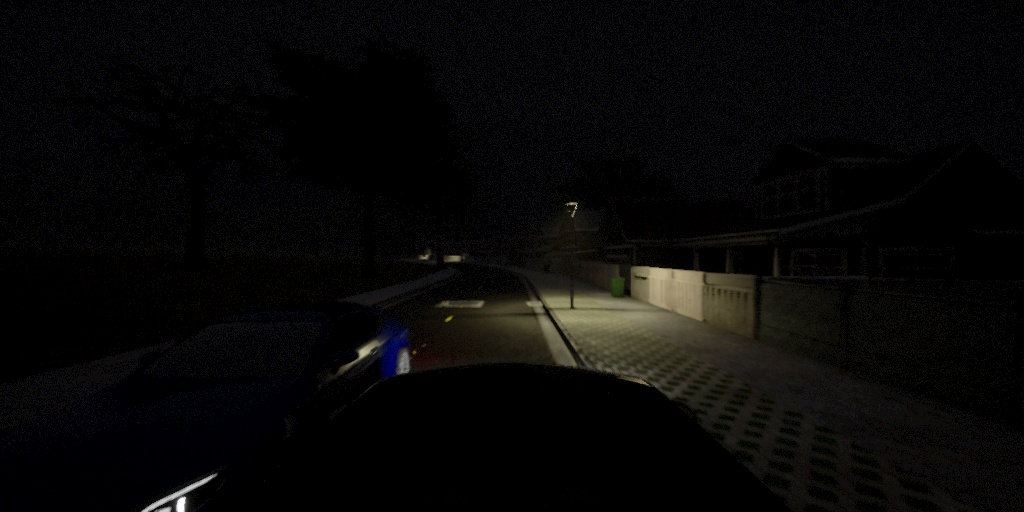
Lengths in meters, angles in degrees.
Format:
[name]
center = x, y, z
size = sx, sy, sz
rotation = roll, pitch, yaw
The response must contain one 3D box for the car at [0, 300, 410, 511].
[car]
center = -2.458, 1.276, 3.886
size = 1.812, 1.442, 4.674
rotation = 0, 0, 0
